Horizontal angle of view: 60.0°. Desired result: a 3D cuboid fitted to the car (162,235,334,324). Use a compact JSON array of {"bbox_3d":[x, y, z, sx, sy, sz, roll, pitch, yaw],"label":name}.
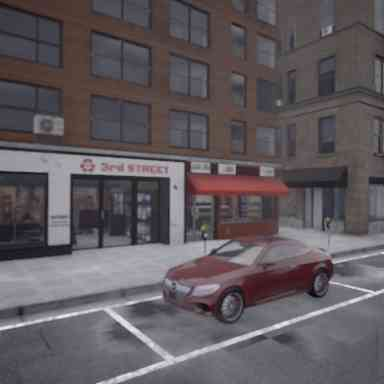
[{"bbox_3d":[1.371,1.625,7.140,4.206,1.307,1.802,1,0,-35],"label":"car"}]
